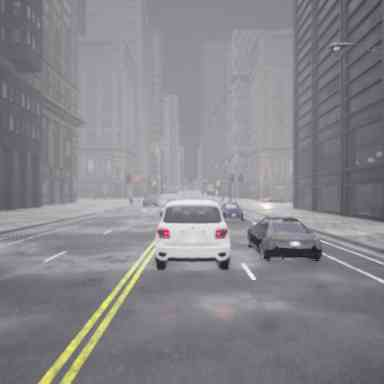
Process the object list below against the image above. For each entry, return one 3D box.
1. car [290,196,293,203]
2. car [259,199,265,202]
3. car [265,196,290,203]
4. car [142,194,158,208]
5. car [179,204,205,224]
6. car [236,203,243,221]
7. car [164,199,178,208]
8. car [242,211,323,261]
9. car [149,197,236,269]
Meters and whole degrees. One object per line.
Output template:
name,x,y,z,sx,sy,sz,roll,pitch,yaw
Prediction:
car,25.790,1.924,80.654,5.009,1.841,2.192,1,-1,0
car,20.557,2.108,89.193,4.829,1.417,1.752,1,-1,0
car,20.700,2.084,80.665,4.507,1.381,1.887,1,-1,0
car,-6.598,1.410,53.656,2.150,2.045,5.566,0,0,0
car,0.030,1.713,27.003,1.895,1.301,4.718,0,0,0
car,3.290,1.642,28.281,1.812,1.442,4.674,0,0,1
car,-3.345,1.794,53.767,1.895,1.301,4.718,0,0,0
car,3.293,1.618,12.562,1.994,1.385,4.181,0,0,0
car,0.031,1.272,11.450,2.150,2.045,5.566,0,0,0
